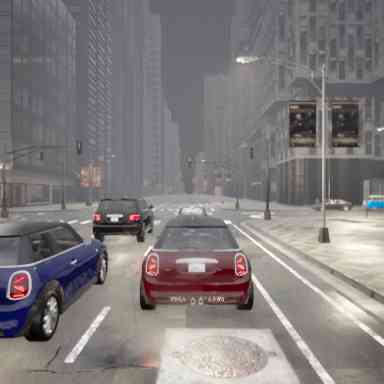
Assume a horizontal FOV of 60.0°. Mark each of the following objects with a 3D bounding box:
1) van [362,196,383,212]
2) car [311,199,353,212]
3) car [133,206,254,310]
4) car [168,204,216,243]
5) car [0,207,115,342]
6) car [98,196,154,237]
[{"bbox_3d":[21.407,1.292,37.556,3.998,1.788,1.690,0,0,0],"label":"van"},{"bbox_3d":[15.789,1.513,37.567,4.403,1.369,2.008,0,0,0],"label":"car"},{"bbox_3d":[0.081,1.352,7.960,2.097,1.767,4.553,0,0,0],"label":"car"},{"bbox_3d":[0.050,1.491,17.147,2.128,1.511,4.902,0,0,2],"label":"car"},{"bbox_3d":[-3.166,1.352,6.640,2.097,1.767,4.553,0,0,0],"label":"car"},{"bbox_3d":[-3.188,1.222,16.352,2.150,2.045,5.566,0,0,0],"label":"car"}]
